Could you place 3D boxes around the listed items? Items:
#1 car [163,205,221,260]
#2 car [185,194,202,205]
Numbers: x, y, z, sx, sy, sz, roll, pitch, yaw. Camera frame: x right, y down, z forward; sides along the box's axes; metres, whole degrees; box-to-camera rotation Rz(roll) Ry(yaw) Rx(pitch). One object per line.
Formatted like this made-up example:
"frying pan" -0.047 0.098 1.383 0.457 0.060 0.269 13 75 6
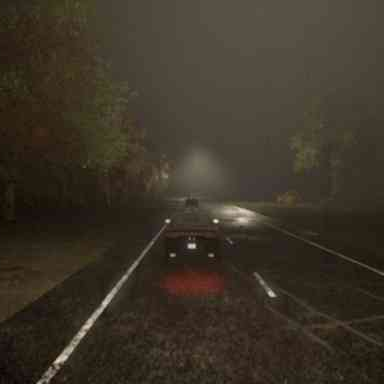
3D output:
"car" -0.003 1.474 12.443 1.882 1.535 5.008 0 0 0
"car" -0.026 1.459 51.494 2.128 1.511 4.902 0 0 0
